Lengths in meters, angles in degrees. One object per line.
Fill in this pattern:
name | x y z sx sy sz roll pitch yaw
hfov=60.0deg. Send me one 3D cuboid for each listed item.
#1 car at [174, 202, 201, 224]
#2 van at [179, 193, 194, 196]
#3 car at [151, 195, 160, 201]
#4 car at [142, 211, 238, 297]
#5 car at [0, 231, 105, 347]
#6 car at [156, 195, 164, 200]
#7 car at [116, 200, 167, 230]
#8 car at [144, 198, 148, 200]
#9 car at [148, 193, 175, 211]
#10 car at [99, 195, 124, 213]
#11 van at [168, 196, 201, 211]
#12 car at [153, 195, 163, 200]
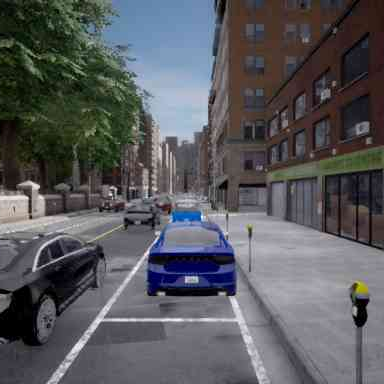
car | -0.290 1.532 25.659 1.887 1.381 4.507 0 0 0
van | -0.290 1.317 36.980 1.690 1.788 3.998 0 0 0
car | -8.815 1.432 80.459 1.752 1.417 4.829 0 0 0
car | -0.005 1.475 8.650 1.882 1.535 5.008 0 0 0
car | -3.046 1.491 6.291 2.128 1.511 4.902 0 0 0
car | -8.815 1.438 91.530 1.887 1.381 4.507 0 0 0
car | -3.046 1.483 21.052 2.128 1.511 4.902 0 0 0
car | -6.147 1.530 47.222 1.994 1.385 4.181 0 0 0
car | -3.146 1.329 35.758 2.097 1.767 4.553 0 0 0
car | -8.815 1.291 36.940 2.192 1.841 5.009 0 0 0
van | -0.290 1.333 19.998 1.690 1.788 3.998 0 0 0
car | -8.815 1.450 86.079 2.008 1.369 4.403 0 0 0
